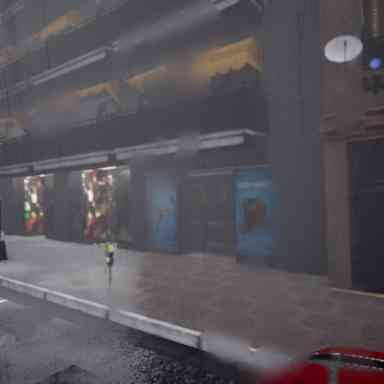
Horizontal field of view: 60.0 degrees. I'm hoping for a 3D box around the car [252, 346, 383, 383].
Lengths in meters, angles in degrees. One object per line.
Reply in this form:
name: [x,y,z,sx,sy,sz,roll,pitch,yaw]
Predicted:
car: [1.944,1.432,1.369,4.097,1.590,1.967,-1,-2,36]
